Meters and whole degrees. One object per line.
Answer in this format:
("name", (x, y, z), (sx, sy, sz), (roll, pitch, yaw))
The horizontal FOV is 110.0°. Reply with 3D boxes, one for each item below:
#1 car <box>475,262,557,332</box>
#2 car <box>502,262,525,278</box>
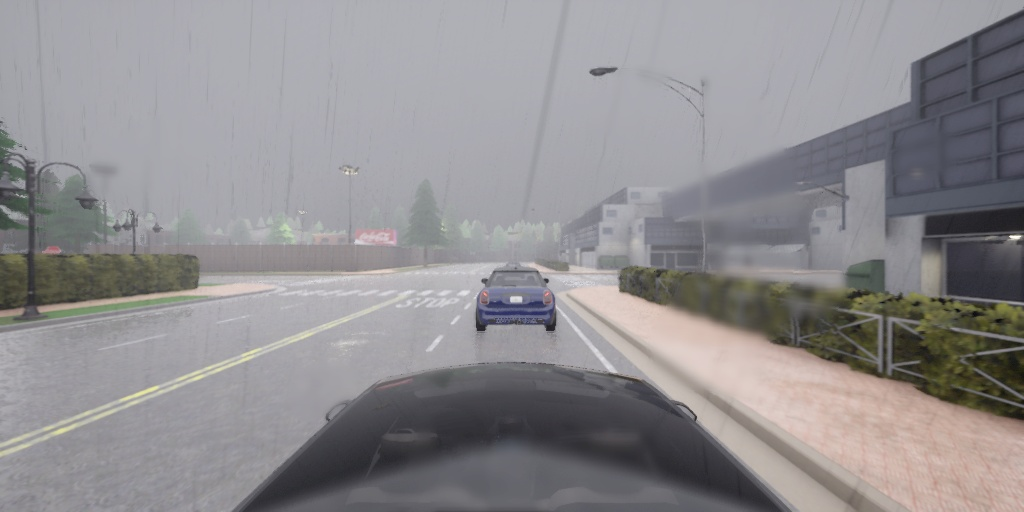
("car", (0.102, 1.094, 11.017), (2.097, 1.767, 4.553), (0, 0, 0))
("car", (0.138, 1.285, 33.743), (1.994, 1.385, 4.181), (0, 0, 0))
